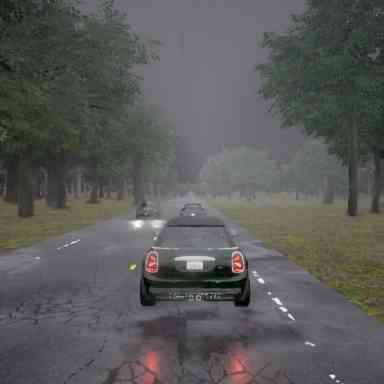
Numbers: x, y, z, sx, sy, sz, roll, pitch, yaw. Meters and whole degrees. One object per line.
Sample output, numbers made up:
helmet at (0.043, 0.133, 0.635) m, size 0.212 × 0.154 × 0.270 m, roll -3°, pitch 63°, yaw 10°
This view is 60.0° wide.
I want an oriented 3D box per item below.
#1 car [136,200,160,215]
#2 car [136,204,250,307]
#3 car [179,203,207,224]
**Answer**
car at (-3.631, 1.512, 28.608) m, size 1.837 × 1.490 × 4.892 m, roll 0°, pitch 0°, yaw 0°
car at (0.088, 1.352, 8.158) m, size 2.097 × 1.767 × 4.553 m, roll 0°, pitch 0°, yaw 1°
car at (0.071, 1.568, 25.441) m, size 1.994 × 1.385 × 4.181 m, roll 0°, pitch 0°, yaw 0°
